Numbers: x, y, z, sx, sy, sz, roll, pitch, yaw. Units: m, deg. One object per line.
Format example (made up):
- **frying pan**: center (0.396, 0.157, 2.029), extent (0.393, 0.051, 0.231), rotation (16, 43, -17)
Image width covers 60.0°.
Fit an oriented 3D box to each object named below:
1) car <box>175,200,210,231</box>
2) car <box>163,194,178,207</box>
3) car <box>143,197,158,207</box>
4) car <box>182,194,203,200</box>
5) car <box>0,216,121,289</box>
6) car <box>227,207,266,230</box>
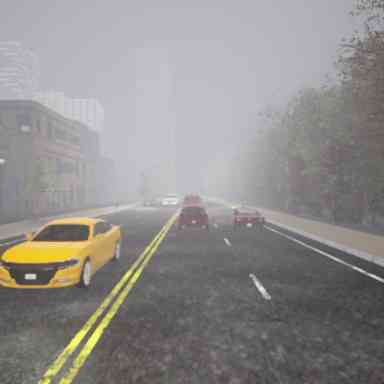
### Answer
- **car**: center (0.087, 1.515, 20.999), extent (1.882, 1.535, 5.008), rotation (0, 0, 0)
- **car**: center (-3.322, 1.302, 52.691), extent (2.150, 2.045, 5.566), rotation (0, 0, 1)
- **car**: center (-6.570, 1.579, 52.943), extent (2.128, 1.511, 4.902), rotation (0, 0, 1)
- **car**: center (0.047, 1.288, 37.459), extent (2.150, 2.045, 5.566), rotation (0, 0, 0)
- **car**: center (-3.352, 1.495, 9.438), extent (1.882, 1.535, 5.008), rotation (0, 0, 0)
- **car**: center (3.338, 1.640, 21.496), extent (1.895, 1.301, 4.718), rotation (0, 0, 0)
